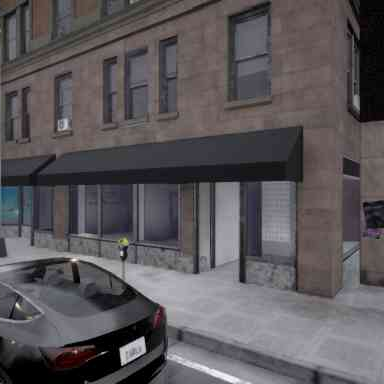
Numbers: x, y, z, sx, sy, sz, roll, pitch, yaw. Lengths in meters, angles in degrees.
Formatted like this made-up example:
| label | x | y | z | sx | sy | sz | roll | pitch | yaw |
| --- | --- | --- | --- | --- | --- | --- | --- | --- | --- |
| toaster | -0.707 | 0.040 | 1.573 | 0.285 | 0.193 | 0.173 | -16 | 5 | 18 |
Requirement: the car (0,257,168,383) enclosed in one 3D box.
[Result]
| label | x | y | z | sx | sy | sz | roll | pitch | yaw |
| --- | --- | --- | --- | --- | --- | --- | --- | --- | --- |
| car | -2.260 | 1.566 | 4.413 | 4.313 | 1.339 | 1.947 | 0 | 0 | 35 |
